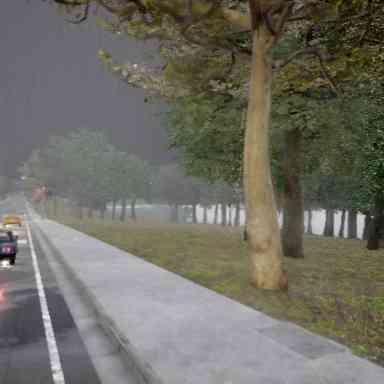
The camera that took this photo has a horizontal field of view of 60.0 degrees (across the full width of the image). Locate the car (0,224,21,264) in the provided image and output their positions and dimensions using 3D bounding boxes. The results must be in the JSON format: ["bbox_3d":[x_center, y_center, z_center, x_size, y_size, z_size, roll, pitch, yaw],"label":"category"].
[{"bbox_3d":[-8.529,2.269,14.238,1.895,1.301,4.718,3,-4,-27],"label":"car"}]

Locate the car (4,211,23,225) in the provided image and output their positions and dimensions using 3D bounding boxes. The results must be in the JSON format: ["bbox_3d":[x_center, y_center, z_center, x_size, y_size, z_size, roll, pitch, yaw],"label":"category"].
[{"bbox_3d":[-22.632,3.491,42.061,1.882,1.535,5.008,3,-4,-27],"label":"car"}]
